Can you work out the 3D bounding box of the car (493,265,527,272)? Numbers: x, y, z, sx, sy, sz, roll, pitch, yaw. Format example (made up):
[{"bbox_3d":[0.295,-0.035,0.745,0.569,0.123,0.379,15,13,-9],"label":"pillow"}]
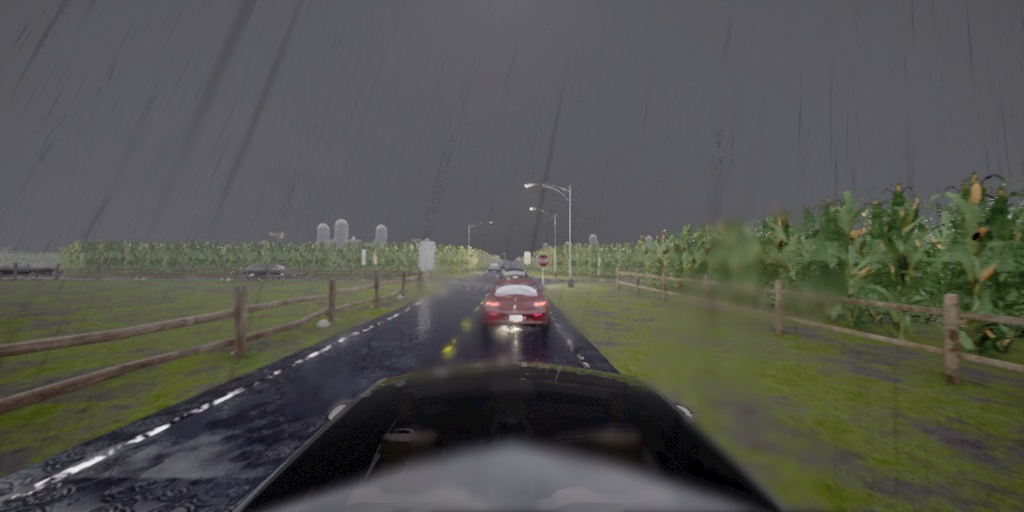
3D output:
[{"bbox_3d":[0.124,1.437,20.096,1.837,1.490,4.892,0,-1,0],"label":"car"}]

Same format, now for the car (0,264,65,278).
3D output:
[{"bbox_3d":[-44.949,1.411,33.421,4.718,1.301,1.895,0,-1,1],"label":"car"}]

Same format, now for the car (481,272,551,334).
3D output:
[{"bbox_3d":[0.112,1.368,10.926,1.812,1.442,4.674,0,-1,0],"label":"car"}]

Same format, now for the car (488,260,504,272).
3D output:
[{"bbox_3d":[-2.739,1.814,56.057,2.033,1.411,5.357,0,-1,0],"label":"car"}]

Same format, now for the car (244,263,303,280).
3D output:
[{"bbox_3d":[-21.935,1.426,33.118,4.892,1.490,1.837,0,-1,1],"label":"car"}]
